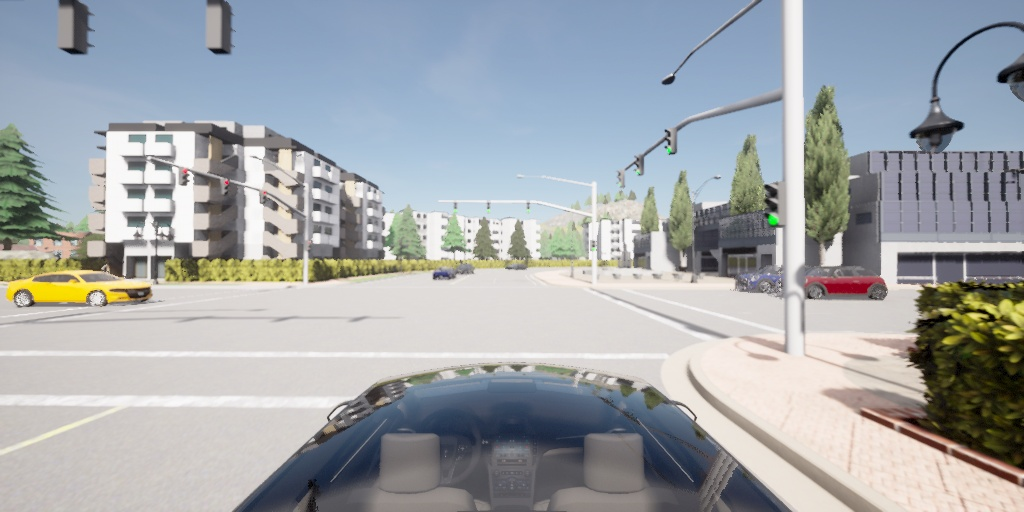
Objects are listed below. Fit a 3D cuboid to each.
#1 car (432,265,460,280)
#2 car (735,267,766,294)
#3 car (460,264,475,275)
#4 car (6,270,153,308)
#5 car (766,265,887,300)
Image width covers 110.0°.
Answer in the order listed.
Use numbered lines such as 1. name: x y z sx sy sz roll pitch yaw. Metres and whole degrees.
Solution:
1. car: -7.006 1.787 37.430 1.895 1.301 4.718 0 -1 0
2. car: 16.384 1.351 22.117 4.553 1.767 2.097 0 -1 1
3. car: -6.494 1.838 49.528 1.837 1.490 4.892 0 -1 8
4. car: -18.941 1.401 15.874 5.008 1.535 1.882 0 -1 0
5. car: 16.372 1.311 18.617 4.553 1.767 2.097 0 -1 1
